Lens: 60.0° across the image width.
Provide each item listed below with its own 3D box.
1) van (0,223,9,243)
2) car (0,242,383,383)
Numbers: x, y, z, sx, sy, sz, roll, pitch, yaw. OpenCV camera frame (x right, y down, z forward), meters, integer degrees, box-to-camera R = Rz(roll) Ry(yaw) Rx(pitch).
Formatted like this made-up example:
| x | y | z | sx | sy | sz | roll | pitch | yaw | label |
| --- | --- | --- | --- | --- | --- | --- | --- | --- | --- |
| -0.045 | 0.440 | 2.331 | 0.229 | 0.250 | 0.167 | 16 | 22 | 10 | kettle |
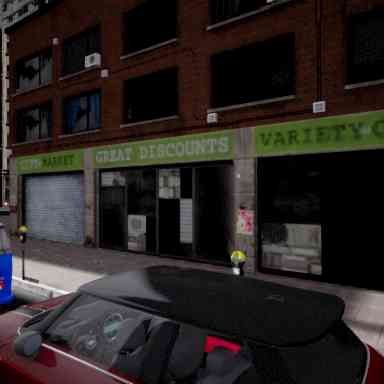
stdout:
| x | y | z | sx | sy | sz | roll | pitch | yaw | label |
| --- | --- | --- | --- | --- | --- | --- | --- | --- | --- |
| -5.084 | 1.343 | 6.357 | 3.998 | 1.788 | 1.690 | 0 | 0 | 36 | van |
| -0.453 | 1.440 | 3.050 | 4.097 | 1.590 | 1.967 | 0 | 0 | 36 | car |
